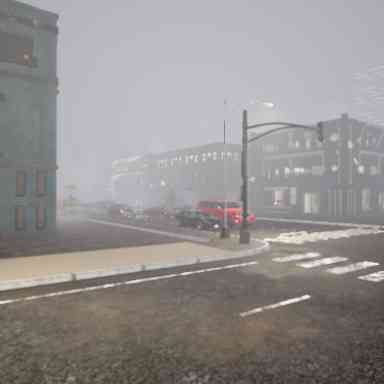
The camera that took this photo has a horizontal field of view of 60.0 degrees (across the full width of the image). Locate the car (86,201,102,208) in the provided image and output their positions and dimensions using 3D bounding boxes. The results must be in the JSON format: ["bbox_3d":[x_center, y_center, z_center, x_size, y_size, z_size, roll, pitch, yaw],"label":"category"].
[{"bbox_3d":[-19.958,2.507,67.660,1.887,1.381,4.507,-1,0,-35],"label":"car"}]

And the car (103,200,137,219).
[{"bbox_3d":[-7.547,2.023,35.736,1.967,1.590,4.097,-1,0,-35],"label":"car"}]

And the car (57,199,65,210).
[{"bbox_3d":[-23.482,2.410,58.154,1.752,1.417,4.829,-1,0,-35],"label":"car"}]

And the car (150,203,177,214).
[{"bbox_3d":[-3.921,2.245,45.103,1.802,1.307,4.206,-1,0,-35],"label":"car"}]

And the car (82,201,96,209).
[{"bbox_3d":[-18.931,2.500,61.760,1.895,1.301,4.718,0,-1,-35],"label":"car"}]

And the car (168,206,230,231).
[{"bbox_3d":[0.396,1.989,24.355,1.947,1.339,4.313,-1,0,-35],"label":"car"}]

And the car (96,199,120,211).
[{"bbox_3d":[-13.439,2.150,54.033,2.097,1.767,4.553,0,-1,-35],"label":"car"}]

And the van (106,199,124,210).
[{"bbox_3d":[-13.546,2.186,58.638,1.690,1.788,3.998,-1,0,-35],"label":"van"}]

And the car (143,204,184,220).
[{"bbox_3d":[-3.205,2.145,34.117,1.895,1.301,4.718,0,-1,-36],"label":"car"}]

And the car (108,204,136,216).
[{"bbox_3d":[-8.924,2.220,42.181,1.994,1.385,4.181,0,-1,-35],"label":"car"}]

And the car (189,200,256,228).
[{"bbox_3d":[2.454,1.654,26.153,2.150,2.045,5.566,0,-1,-35],"label":"car"}]

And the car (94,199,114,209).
[{"bbox_3d":[-16.754,2.219,63.150,2.192,1.841,5.009,-1,0,-35],"label":"car"}]

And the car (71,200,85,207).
[{"bbox_3d":[-26.372,2.643,76.683,1.947,1.339,4.313,-1,0,-35],"label":"car"}]
